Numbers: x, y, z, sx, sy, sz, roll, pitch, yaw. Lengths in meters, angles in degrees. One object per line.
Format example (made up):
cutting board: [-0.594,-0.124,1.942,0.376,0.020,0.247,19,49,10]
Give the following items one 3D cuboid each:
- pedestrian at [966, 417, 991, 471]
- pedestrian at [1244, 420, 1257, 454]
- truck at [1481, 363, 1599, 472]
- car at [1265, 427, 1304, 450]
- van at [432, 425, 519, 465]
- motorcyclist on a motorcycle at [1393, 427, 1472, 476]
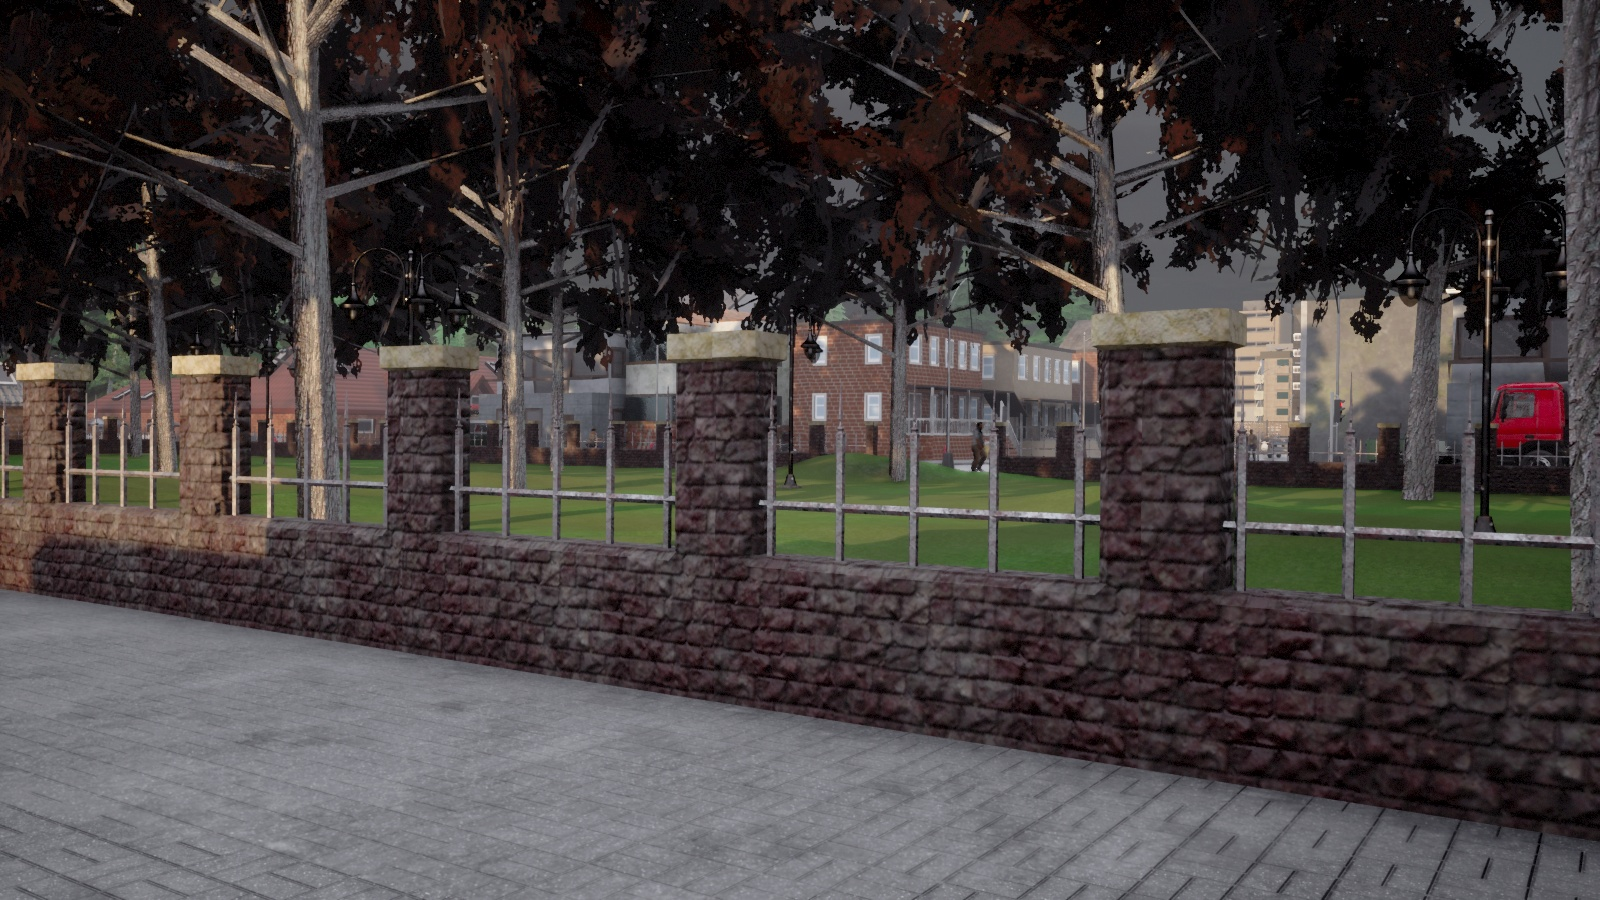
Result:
pedestrian: [6.155,-0.206,43.278,0.694,1.848,0.540,0,1,34]
pedestrian: [23.730,-0.676,66.091,0.328,1.805,0.869,0,1,43]
truck: [26.780,-1.050,40.767,7.936,3.462,2.891,0,1,34]
car: [34.099,-0.804,88.297,1.789,1.549,3.705,0,1,34]
van: [-16.780,-0.251,64.967,4.442,1.987,1.775,0,1,32]
motorcyclist on a motorcycle: [20.291,0.032,40.298,2.191,1.530,0.866,0,1,33]
